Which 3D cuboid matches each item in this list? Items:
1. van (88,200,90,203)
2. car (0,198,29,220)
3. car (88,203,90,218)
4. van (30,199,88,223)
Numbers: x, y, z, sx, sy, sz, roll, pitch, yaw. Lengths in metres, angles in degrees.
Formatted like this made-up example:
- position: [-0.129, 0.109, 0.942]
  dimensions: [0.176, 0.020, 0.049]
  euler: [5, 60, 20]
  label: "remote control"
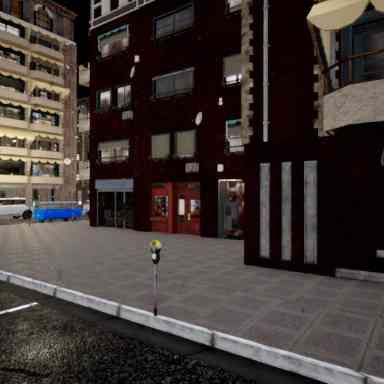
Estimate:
- position: [-11.940, 1.906, 42.394]
  dimensions: [1.690, 1.788, 3.998]
  euler: [-1, -2, 35]
  label: "van"
- position: [-17.156, 1.546, 30.576]
  dimensions: [2.150, 2.045, 5.566]
  euler: [0, -1, 34]
  label: "car"
- position: [-8.306, 2.037, 33.083]
  dimensions: [1.947, 1.339, 4.313]
  euler: [-1, -2, 35]
  label: "car"
- position: [-11.375, 1.706, 28.473]
  dimensions: [1.690, 1.788, 3.998]
  euler: [-1, -2, 35]
  label: "van"
